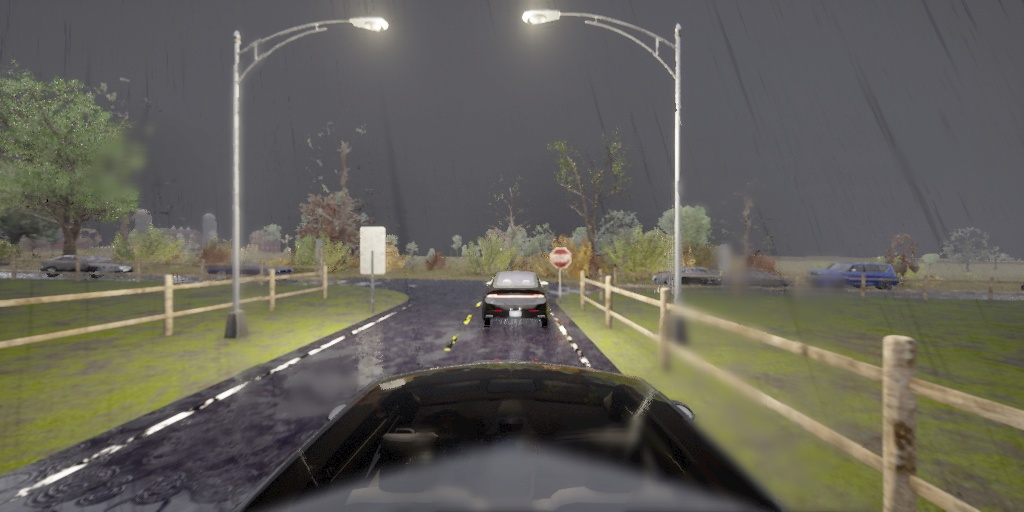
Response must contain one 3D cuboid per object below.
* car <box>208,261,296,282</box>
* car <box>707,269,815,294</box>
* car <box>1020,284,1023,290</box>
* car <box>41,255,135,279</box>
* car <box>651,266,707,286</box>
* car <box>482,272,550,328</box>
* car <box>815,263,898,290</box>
[{"bbox_3d":[-17.198,1.022,23.911,4.718,1.301,1.895,1,1,0],"label":"car"},{"bbox_3d":[16.550,1.691,24.048,5.357,1.411,2.033,1,1,3],"label":"car"},{"bbox_3d":[41.323,2.140,26.770,4.892,1.490,1.837,2,1,0],"label":"car"},{"bbox_3d":[-28.183,0.674,23.920,4.902,1.511,2.128,1,1,0],"label":"car"},{"bbox_3d":[12.999,1.525,26.829,4.902,1.511,2.128,1,1,0],"label":"car"},{"bbox_3d":[0.157,1.239,11.446,2.128,1.511,4.902,0,0,2],"label":"car"},{"bbox_3d":[25.324,1.519,26.815,5.566,2.045,2.150,1,1,0],"label":"car"}]
